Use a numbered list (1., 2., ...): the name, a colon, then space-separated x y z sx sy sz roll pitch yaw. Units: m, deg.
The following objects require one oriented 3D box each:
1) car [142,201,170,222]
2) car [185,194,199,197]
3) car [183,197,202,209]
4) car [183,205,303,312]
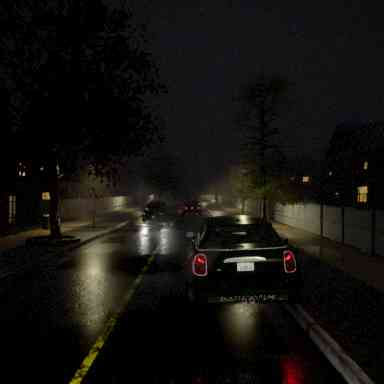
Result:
1. car: -2.764 1.521 26.151 1.837 1.490 4.892 0 0 0
2. car: 0.007 1.257 44.618 2.150 2.045 5.566 0 0 1
3. car: 0.048 1.571 33.966 2.033 1.411 5.357 0 0 1
4. car: 0.927 1.324 7.887 2.097 1.767 4.553 -2 0 0
